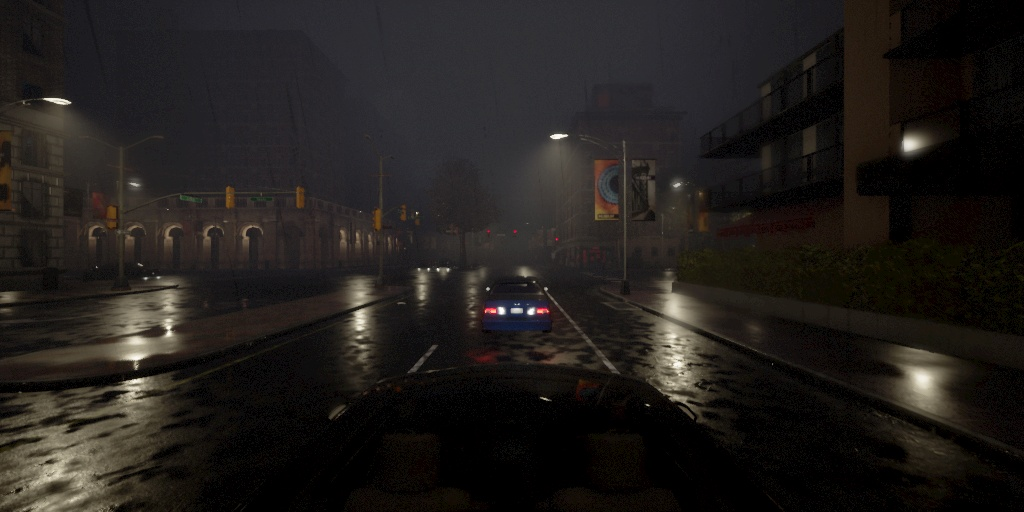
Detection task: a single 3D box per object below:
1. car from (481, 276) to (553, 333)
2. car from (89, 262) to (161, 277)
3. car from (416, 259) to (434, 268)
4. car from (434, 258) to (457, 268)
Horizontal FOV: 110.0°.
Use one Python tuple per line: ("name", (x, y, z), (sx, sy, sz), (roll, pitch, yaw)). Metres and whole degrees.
("car", (0.145, 1.297, 10.705), (2.033, 1.411, 5.357), (0, 0, 1))
("car", (-37.191, 1.296, 34.525), (5.357, 1.411, 2.033), (0, 0, 0))
("car", (-14.527, 1.225, 61.723), (1.882, 1.535, 5.008), (0, 0, 1))
("car", (-11.060, 1.100, 59.654), (2.097, 1.767, 4.553), (0, 0, 1))
